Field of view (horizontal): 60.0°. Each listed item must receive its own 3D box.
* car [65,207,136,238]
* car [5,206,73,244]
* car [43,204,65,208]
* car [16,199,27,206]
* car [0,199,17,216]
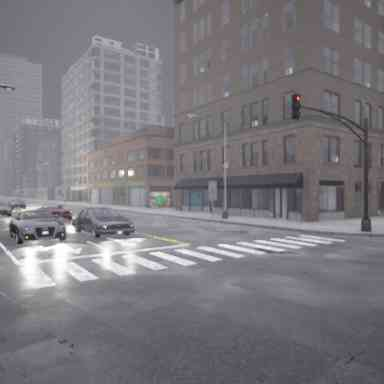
[{"bbox_3d":[-4.980,1.549,18.040,2.033,1.411,5.357,0,0,-35],"label":"car"},{"bbox_3d":[-7.419,1.567,15.856,1.994,1.385,4.181,0,0,-35],"label":"car"},{"bbox_3d":[-10.996,1.612,26.598,1.895,1.301,4.718,0,0,-35],"label":"car"},{"bbox_3d":[-23.465,1.579,44.475,2.033,1.411,5.357,0,0,-35],"label":"car"},{"bbox_3d":[-17.986,1.567,30.895,2.033,1.411,5.357,0,0,-35],"label":"car"}]
